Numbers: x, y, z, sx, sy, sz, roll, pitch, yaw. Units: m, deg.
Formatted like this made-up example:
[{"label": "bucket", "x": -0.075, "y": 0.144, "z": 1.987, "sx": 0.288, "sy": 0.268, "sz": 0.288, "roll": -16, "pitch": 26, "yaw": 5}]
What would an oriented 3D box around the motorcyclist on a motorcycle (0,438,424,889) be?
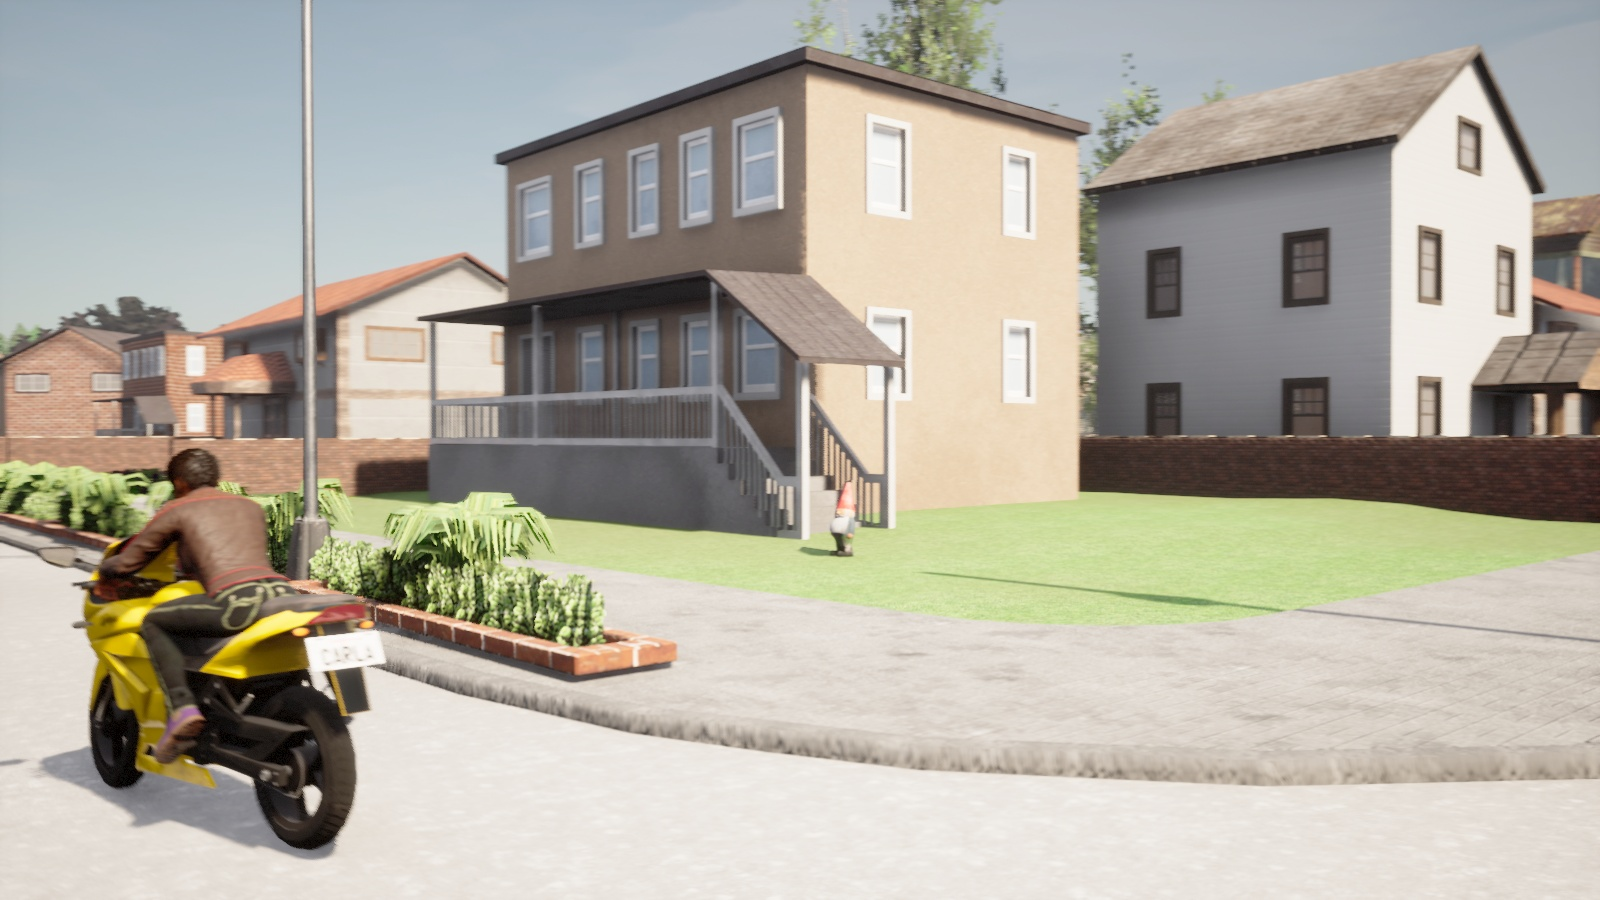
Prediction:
[{"label": "motorcyclist on a motorcycle", "x": -2.546, "y": 0.729, "z": 5.216, "sx": 2.044, "sy": 1.523, "sz": 0.797, "roll": 1, "pitch": -1, "yaw": 37}]
